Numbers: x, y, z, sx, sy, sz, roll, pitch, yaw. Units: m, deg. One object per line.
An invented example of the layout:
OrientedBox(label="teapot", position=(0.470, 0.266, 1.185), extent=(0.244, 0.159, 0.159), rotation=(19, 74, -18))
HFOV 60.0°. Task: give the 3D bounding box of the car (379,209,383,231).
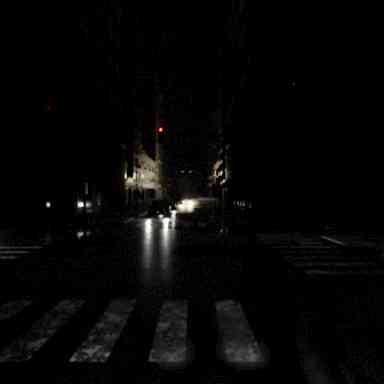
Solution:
OrientedBox(label="car", position=(11.804, 1.433, 15.415), extent=(5.008, 1.535, 1.882), rotation=(0, 0, -1))

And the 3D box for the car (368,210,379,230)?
OrientedBox(label="car", position=(12.314, 1.254, 17.955), extent=(5.009, 1.841, 2.192), rotation=(0, 0, 0))

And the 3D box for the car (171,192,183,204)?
OrientedBox(label="car", position=(-2.891, 1.097, 60.038), extent=(2.150, 2.045, 5.566), rotation=(0, 0, 0))

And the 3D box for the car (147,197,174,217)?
OrientedBox(label="car", position=(-2.904, 1.450, 30.331), extent=(1.837, 1.490, 4.892), rotation=(0, 0, 0))

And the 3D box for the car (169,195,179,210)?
OrientedBox(label="car", position=(-2.915, 1.448, 40.782), extent=(1.812, 1.442, 4.674), rotation=(0, 0, 0))
